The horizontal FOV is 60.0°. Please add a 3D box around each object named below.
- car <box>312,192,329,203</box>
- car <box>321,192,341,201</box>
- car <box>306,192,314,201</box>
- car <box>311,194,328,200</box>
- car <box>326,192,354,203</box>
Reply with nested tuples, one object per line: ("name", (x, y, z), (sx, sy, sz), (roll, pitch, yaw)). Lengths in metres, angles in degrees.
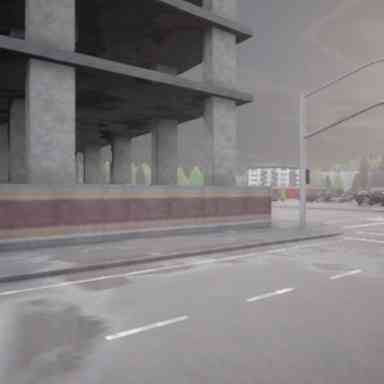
("car", (24.145, 1.212, 60.311), (3.905, 1.438, 1.784), (0, 0, -35))
("car", (31.638, 0.960, 75.705), (4.605, 1.855, 1.932), (0, 0, -35))
("car", (22.553, 1.002, 62.472), (4.605, 1.855, 1.932), (0, 0, -35))
("car", (30.017, 1.170, 78.106), (3.905, 1.438, 1.784), (0, 0, -35))
("car", (25.818, 1.244, 57.948), (3.806, 1.475, 1.970), (0, 0, -35))
